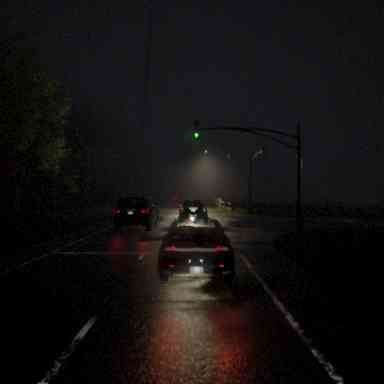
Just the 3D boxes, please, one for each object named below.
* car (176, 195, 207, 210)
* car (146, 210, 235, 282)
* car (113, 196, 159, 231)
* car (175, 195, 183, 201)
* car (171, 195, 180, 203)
[{"bbox_3d":[0.098,1.367,26.356,2.097,1.767,4.553,0,0,0],"label":"car"},{"bbox_3d":[0.101,1.498,9.738,2.128,1.511,4.902,0,0,0],"label":"car"},{"bbox_3d":[-3.400,1.237,21.038,2.150,2.045,5.566,0,0,0],"label":"car"},{"bbox_3d":[-3.502,1.556,89.756,2.128,1.511,4.902,0,0,0],"label":"car"},{"bbox_3d":[-3.401,1.517,69.111,2.128,1.511,4.902,0,0,0],"label":"car"}]
